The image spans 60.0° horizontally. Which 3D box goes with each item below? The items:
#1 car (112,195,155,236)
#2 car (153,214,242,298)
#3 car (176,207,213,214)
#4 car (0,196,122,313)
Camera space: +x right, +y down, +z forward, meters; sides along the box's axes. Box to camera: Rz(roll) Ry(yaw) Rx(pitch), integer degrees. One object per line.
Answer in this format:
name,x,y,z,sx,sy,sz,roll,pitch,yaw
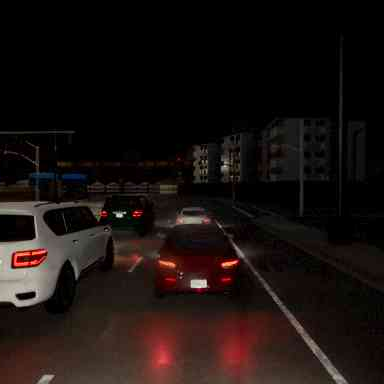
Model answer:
car,-3.359,1.179,18.131,2.150,2.045,5.566,0,0,0
car,0.117,1.521,8.416,1.812,1.442,4.674,0,0,0
car,0.108,1.490,17.503,1.812,1.442,4.674,0,0,1
car,-3.386,1.218,7.772,2.150,2.045,5.566,0,0,0
